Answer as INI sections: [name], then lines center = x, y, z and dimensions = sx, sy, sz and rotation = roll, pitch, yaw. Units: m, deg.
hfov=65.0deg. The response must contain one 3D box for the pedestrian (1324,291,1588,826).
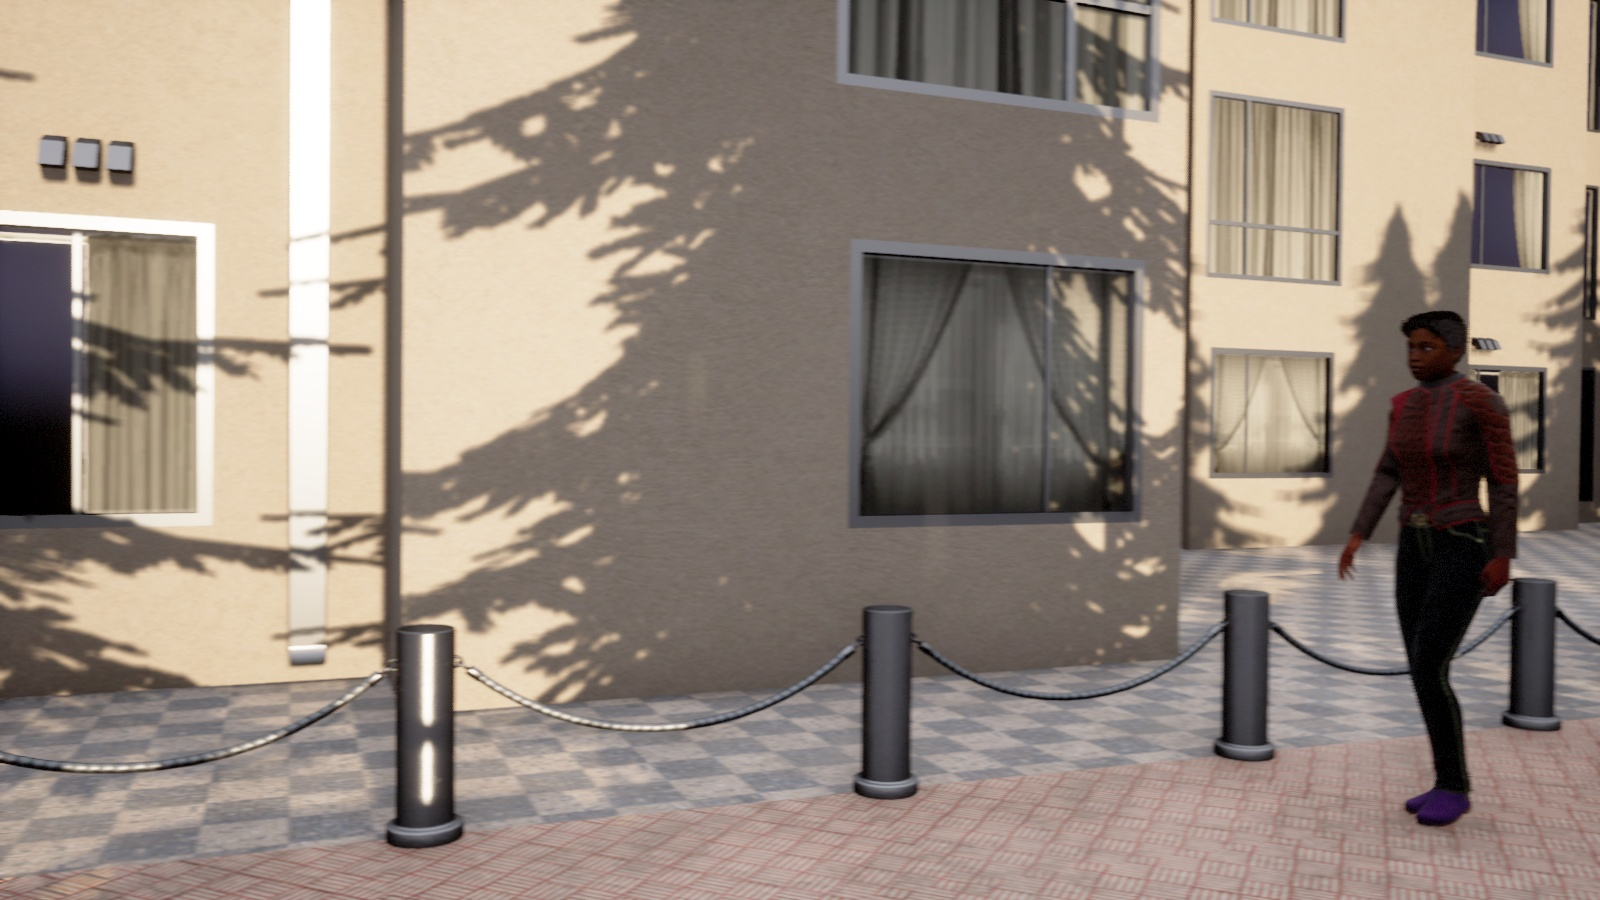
[pedestrian]
center = 2.362, 0.360, 4.523
dimensions = 0.869, 1.805, 0.328
rotation = -1, 1, -18
